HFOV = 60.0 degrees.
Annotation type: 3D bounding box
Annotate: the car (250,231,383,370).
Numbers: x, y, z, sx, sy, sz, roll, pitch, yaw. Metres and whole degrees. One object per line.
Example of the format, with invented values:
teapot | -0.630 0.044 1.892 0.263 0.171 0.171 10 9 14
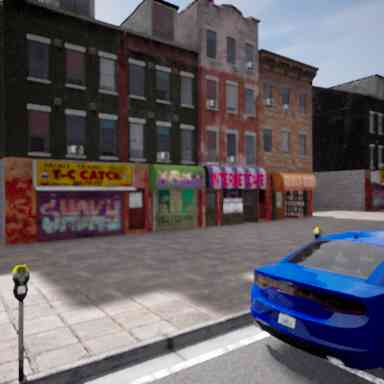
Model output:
car | 3.185 1.391 5.514 5.008 1.535 1.882 -1 1 -35
